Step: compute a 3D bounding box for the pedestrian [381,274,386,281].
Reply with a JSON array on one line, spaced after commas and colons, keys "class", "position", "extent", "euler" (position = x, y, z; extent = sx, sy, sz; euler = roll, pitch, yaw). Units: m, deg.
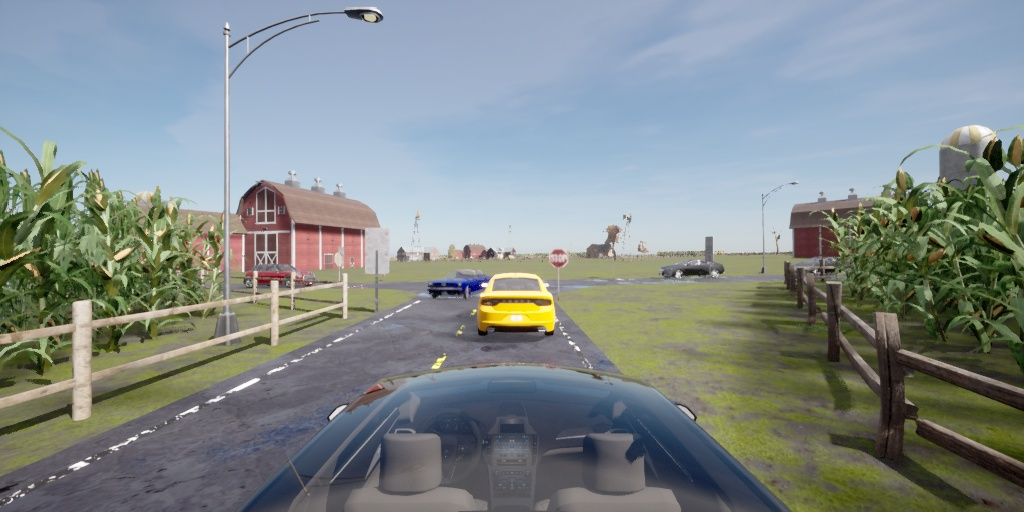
[{"class": "pedestrian", "position": [-11.176, 1.621, 31.209], "extent": [0.500, 1.100, 0.500], "euler": [0, 0, 4]}]

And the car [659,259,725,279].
[{"class": "car", "position": [14.090, 0.998, 28.245], "extent": [4.902, 1.511, 2.128], "euler": [-1, 0, -4]}]

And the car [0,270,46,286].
[{"class": "car", "position": [-46.689, 2.049, 33.731], "extent": [4.674, 1.442, 1.812], "euler": [-1, -1, 15]}]

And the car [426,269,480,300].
[{"class": "car", "position": [-2.491, 1.354, 18.200], "extent": [1.895, 1.301, 4.718], "euler": [0, 0, 15]}]

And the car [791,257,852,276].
[{"class": "car", "position": [25.254, 0.805, 29.249], "extent": [4.902, 1.511, 2.128], "euler": [-1, 0, -7]}]

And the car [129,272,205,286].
[{"class": "car", "position": [-26.027, 1.696, 26.802], "extent": [5.357, 1.411, 2.033], "euler": [-1, -1, 7]}]

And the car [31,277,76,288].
[{"class": "car", "position": [-36.060, 1.792, 28.466], "extent": [5.008, 1.535, 1.882], "euler": [-1, -1, 11]}]

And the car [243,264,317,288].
[{"class": "car", "position": [-16.545, 1.342, 25.739], "extent": [4.553, 1.767, 2.097], "euler": [-1, -1, 6]}]

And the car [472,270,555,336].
[{"class": "car", "position": [0.103, 1.229, 10.470], "extent": [1.882, 1.535, 5.008], "euler": [0, 0, 0]}]
